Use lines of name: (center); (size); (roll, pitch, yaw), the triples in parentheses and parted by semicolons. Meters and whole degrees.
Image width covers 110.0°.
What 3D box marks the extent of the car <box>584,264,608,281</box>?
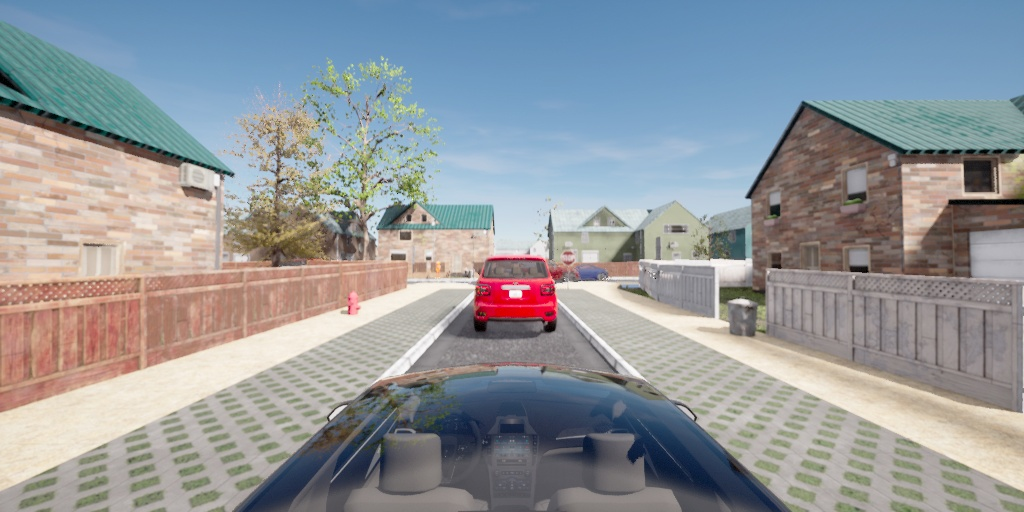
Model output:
car: (5.788, 1.375, 29.614); (4.181, 1.385, 1.994); (0, -2, 1)

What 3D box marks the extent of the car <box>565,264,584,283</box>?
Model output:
car: (2.667, 1.129, 26.703); (4.553, 1.767, 2.097); (-1, -1, 1)

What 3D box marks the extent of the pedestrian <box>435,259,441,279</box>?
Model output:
pedestrian: (-6.743, 1.146, 32.686); (0.375, 1.860, 0.375); (0, -1, 1)

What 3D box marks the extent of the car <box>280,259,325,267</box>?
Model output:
car: (-18.260, 1.271, 29.911); (5.566, 2.045, 2.150); (-1, -2, 1)

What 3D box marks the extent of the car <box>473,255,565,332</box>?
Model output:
car: (0.087, 0.983, 11.069); (2.150, 2.045, 5.566); (0, 0, 0)
